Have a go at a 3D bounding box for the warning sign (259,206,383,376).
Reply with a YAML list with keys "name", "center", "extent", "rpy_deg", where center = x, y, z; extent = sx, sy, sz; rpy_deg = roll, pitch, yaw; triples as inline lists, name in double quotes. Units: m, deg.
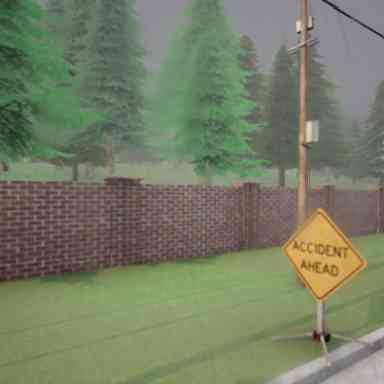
- name: "warning sign"
  center: [1.786, 1.152, 4.591]
  extent: [1.060, 1.860, 1.300]
  rpy_deg: [1, 0, -36]
